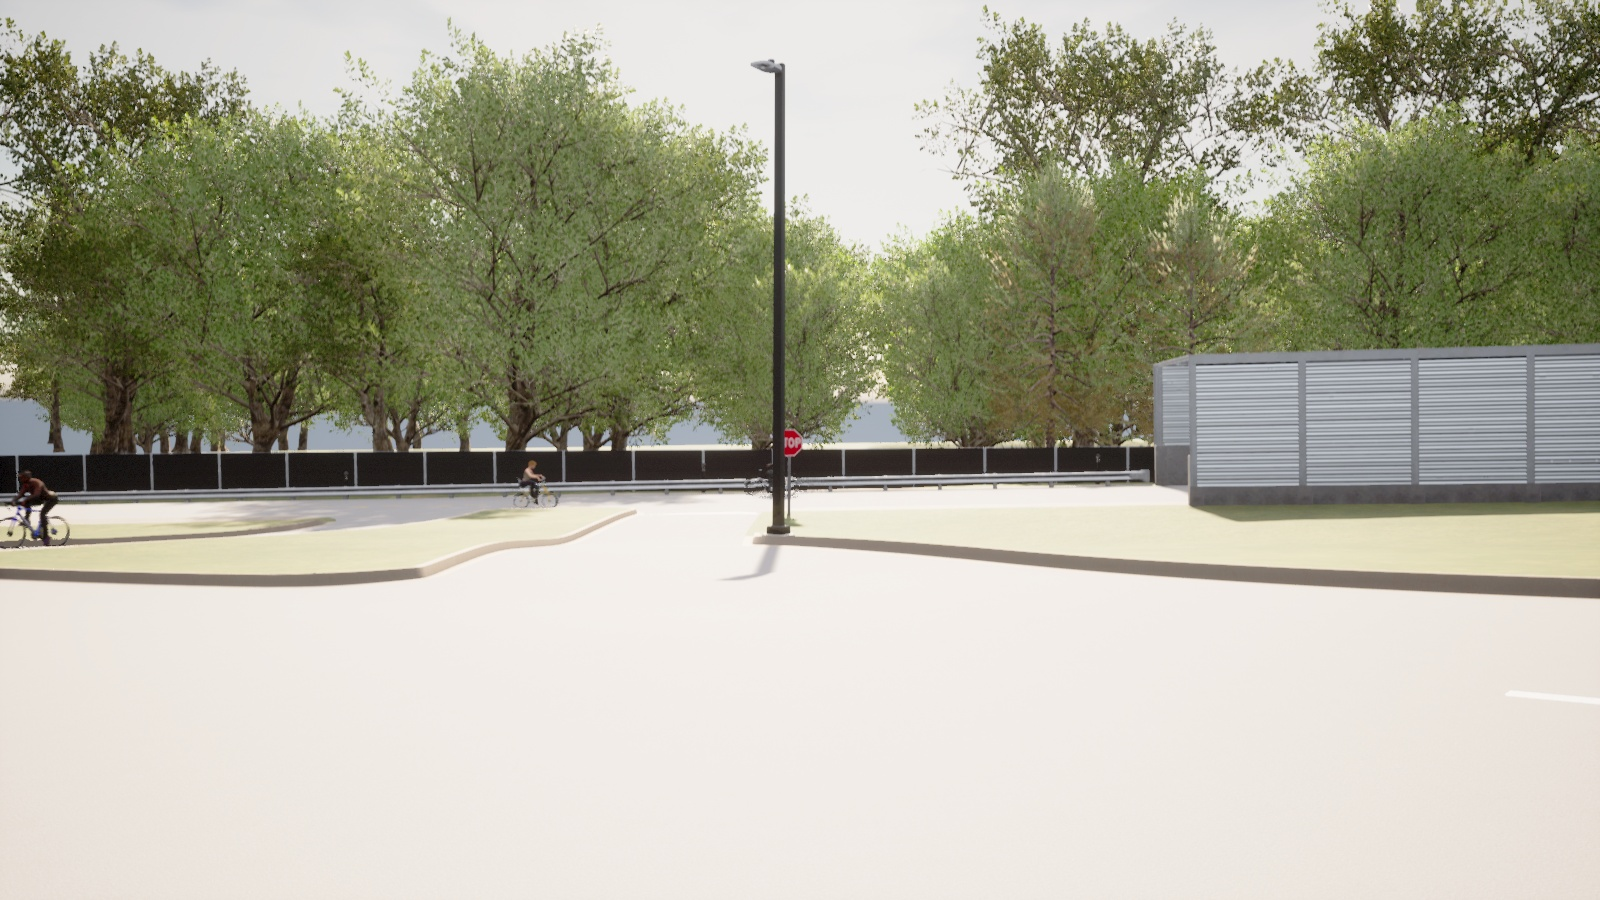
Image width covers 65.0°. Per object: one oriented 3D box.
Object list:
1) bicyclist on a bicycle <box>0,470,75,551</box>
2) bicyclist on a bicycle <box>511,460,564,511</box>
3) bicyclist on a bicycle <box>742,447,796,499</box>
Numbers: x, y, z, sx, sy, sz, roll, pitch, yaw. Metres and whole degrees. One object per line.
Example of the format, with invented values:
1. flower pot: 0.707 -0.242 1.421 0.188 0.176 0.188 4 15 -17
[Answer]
1. bicyclist on a bicycle: -15.972 1.242 25.965 0.582 1.620 1.656 -1 -2 24
2. bicyclist on a bicycle: -8.658 1.161 41.516 1.509 1.612 0.866 -1 3 3
3. bicyclist on a bicycle: -1.094 0.820 44.668 1.843 1.776 0.659 -1 2 3
